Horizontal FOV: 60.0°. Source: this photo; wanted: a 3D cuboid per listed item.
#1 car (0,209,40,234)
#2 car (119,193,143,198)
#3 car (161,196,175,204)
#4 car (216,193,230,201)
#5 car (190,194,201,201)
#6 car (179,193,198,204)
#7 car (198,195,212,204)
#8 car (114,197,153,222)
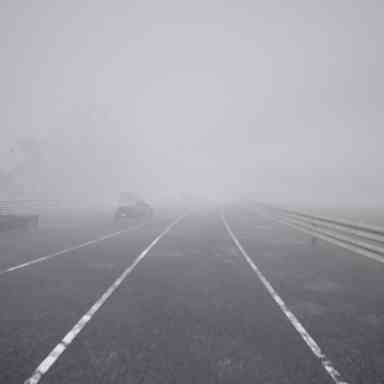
[{"bbox_3d":[-9.202,1.414,15.436,1.895,1.301,4.718,0,0,8],"label":"car"},{"bbox_3d":[-8.052,1.087,44.746,2.150,2.045,5.566,0,0,10],"label":"car"},{"bbox_3d":[-4.527,1.429,63.063,1.812,1.442,4.674,0,0,12],"label":"car"},{"bbox_3d":[7.582,1.180,85.618,2.150,2.045,5.566,0,0,14],"label":"car"},{"bbox_3d":[0.861,1.436,87.615,1.882,1.535,5.008,0,0,14],"label":"car"},{"bbox_3d":[-0.955,1.127,63.178,2.150,2.045,5.566,0,0,12],"label":"car"},{"bbox_3d":[2.639,1.398,63.211,2.128,1.511,4.902,0,0,12],"label":"car"},{"bbox_3d":[-4.264,1.358,24.742,1.812,1.442,4.674,0,0,9],"label":"car"}]
